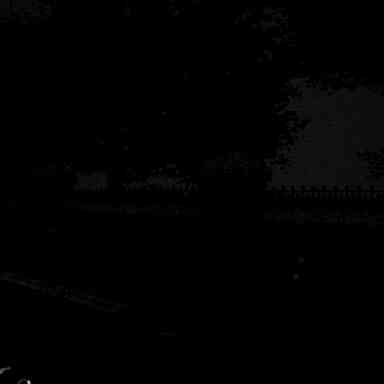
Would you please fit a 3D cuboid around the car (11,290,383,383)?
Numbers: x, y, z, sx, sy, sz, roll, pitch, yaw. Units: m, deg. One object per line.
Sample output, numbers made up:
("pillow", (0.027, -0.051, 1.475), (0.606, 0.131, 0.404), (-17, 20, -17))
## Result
("car", (0.262, 1.564, 2.765), (4.313, 1.339, 1.947), (0, 0, 36))
